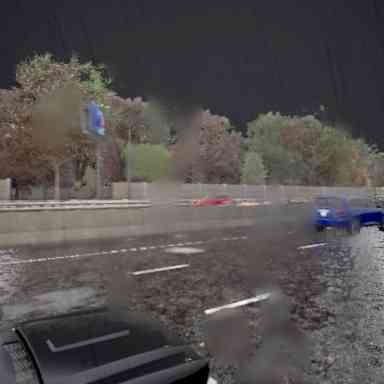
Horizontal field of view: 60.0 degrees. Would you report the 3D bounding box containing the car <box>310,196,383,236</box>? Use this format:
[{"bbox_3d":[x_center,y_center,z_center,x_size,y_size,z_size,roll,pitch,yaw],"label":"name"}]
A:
[{"bbox_3d":[8.995,1.237,18.755,5.566,2.045,2.150,0,0,-35],"label":"car"}]

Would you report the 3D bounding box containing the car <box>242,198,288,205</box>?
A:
[{"bbox_3d":[7.299,1.502,30.682,5.008,1.535,1.882,0,0,-35],"label":"car"}]

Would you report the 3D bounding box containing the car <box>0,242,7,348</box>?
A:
[{"bbox_3d":[-5.475,1.546,4.139,5.357,1.411,2.033,0,0,-35],"label":"car"}]

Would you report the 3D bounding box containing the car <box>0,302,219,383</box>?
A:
[{"bbox_3d":[-2.097,1.601,2.251,4.718,1.301,1.895,0,0,-35],"label":"car"}]

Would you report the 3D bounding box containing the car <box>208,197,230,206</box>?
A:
[{"bbox_3d":[4.373,1.591,37.187,4.181,1.385,1.994,0,0,-35],"label":"car"}]

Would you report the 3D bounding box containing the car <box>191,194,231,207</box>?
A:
[{"bbox_3d":[2.565,1.248,40.199,5.566,2.045,2.150,0,0,-35],"label":"car"}]

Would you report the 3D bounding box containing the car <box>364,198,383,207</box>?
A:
[{"bbox_3d":[31.350,1.727,56.315,4.718,1.301,1.895,0,0,-35],"label":"car"}]

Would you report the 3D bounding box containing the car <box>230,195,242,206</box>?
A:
[{"bbox_3d":[6.580,1.380,34.464,4.553,1.767,2.097,0,0,-35],"label":"car"}]

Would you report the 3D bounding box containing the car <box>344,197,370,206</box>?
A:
[{"bbox_3d":[29.439,1.635,59.252,4.902,1.511,2.128,0,0,-35],"label":"car"}]
